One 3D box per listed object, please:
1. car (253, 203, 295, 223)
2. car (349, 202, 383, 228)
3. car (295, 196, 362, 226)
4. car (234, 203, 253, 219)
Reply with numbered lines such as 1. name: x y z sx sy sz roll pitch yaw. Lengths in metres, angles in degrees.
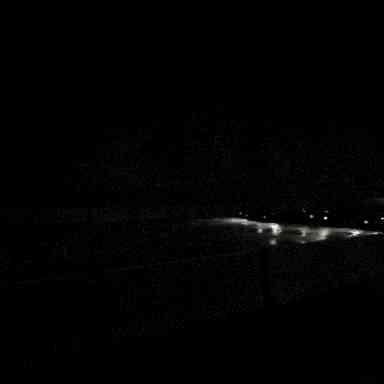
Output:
1. car: 7.385 1.603 26.456 4.674 1.442 1.812 0 0 -35
2. car: 12.499 1.582 21.506 4.892 1.490 1.837 0 0 -35
3. car: 10.399 1.298 24.307 5.566 2.045 2.150 0 0 -35
4. car: 5.781 1.640 29.609 4.181 1.385 1.994 0 0 -35
